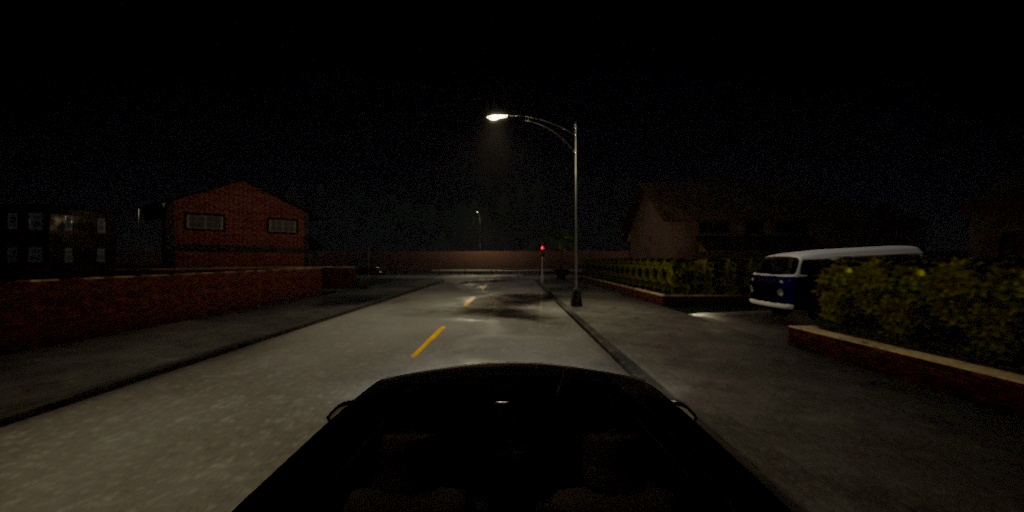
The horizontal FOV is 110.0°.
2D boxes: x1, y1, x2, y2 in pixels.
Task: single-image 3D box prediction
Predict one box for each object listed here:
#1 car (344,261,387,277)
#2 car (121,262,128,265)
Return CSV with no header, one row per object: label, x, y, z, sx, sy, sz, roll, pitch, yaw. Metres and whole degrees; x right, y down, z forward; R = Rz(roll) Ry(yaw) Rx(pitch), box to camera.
car,-16.371,1.302,39.904,4.553,1.767,2.097,0,-1,0
car,-44.371,1.301,39.899,4.553,1.767,2.097,0,-1,0
